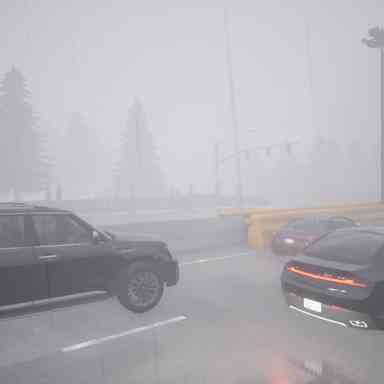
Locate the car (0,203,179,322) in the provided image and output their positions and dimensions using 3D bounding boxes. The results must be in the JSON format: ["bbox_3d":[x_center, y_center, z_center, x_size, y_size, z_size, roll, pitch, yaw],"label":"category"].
[{"bbox_3d":[-2.922,1.217,5.961,5.566,2.045,2.150,0,0,-36],"label":"car"}]

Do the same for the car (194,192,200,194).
[{"bbox_3d":[1.044,0.836,76.658,2.128,1.511,4.902,-1,1,3],"label":"car"}]

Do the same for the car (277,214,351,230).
[{"bbox_3d":[4.610,1.441,11.324,4.181,1.385,1.994,-1,1,-35],"label":"car"}]

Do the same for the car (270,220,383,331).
[{"bbox_3d":[3.798,1.435,6.456,4.892,1.490,1.837,-1,1,-35],"label":"car"}]

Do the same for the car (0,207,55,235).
[{"bbox_3d":[-10.216,1.593,18.209,4.718,1.301,1.895,-1,0,-36],"label":"car"}]

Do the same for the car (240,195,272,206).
[{"bbox_3d":[8.255,1.082,45.102,2.033,1.411,5.357,-1,1,-35],"label":"car"}]
